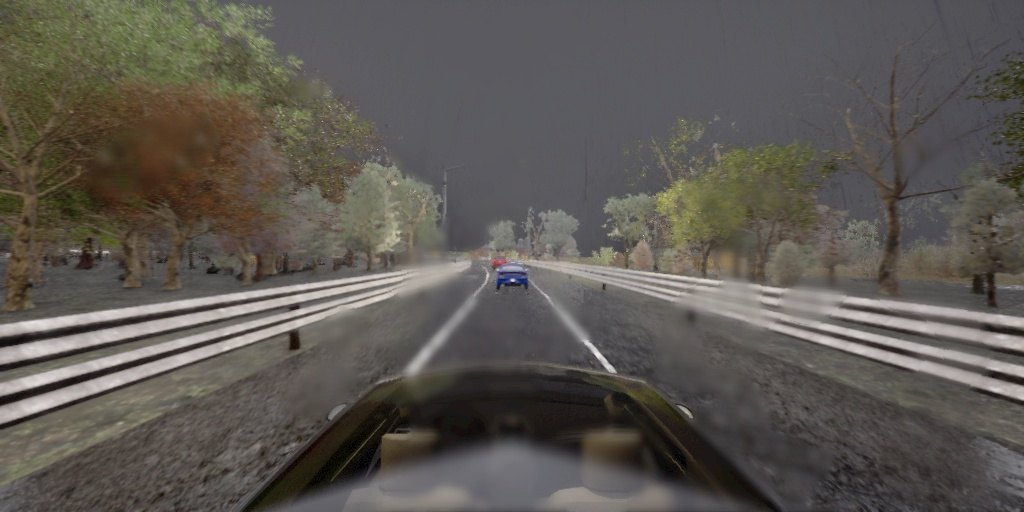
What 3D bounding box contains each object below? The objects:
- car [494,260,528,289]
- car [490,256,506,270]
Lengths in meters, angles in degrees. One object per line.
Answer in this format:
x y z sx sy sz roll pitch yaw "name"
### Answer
-0.020 1.233 23.045 1.882 1.535 5.008 0 0 -1 "car"
-1.990 0.944 53.808 2.150 2.045 5.566 1 0 -7 "car"
